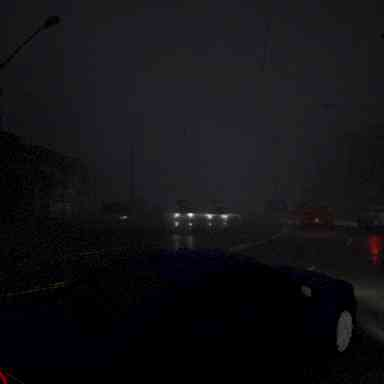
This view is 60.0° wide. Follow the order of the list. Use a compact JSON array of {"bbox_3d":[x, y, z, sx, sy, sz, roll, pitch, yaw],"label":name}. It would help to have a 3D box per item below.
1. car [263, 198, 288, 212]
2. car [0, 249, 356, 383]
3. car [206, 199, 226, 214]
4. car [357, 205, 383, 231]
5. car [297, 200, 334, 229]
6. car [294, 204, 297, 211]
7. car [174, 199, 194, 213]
[{"bbox_3d":[9.619,1.477,38.623,1.882,1.535,5.008,0,0,-1],"label":"car"},{"bbox_3d":[0.225,1.477,4.165,5.008,1.535,1.882,0,0,-40],"label":"car"},{"bbox_3d":[2.599,1.477,36.198,1.882,1.535,5.008,0,0,0],"label":"car"},{"bbox_3d":[11.163,1.525,19.914,1.812,1.442,4.674,0,0,19],"label":"car"},{"bbox_3d":[8.042,1.477,21.612,1.882,1.535,5.008,0,0,19],"label":"car"},{"bbox_3d":[13.131,1.601,37.696,1.895,1.301,4.718,0,0,-1],"label":"car"},{"bbox_3d":[-0.896,1.525,36.468,1.812,1.442,4.674,0,0,-1],"label":"car"}]
